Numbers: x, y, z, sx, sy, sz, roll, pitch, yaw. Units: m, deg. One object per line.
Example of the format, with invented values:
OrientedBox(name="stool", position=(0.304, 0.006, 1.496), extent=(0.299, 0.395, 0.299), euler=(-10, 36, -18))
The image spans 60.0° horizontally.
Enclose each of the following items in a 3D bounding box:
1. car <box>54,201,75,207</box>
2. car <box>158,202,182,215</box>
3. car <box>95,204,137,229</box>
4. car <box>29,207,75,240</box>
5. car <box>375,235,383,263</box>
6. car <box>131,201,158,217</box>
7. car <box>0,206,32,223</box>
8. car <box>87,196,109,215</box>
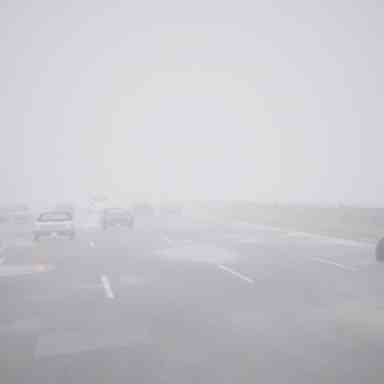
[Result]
OrientedBox(name="car", position=(-13.133, 1.686, 34.306), extent=(1.882, 1.535, 5.008), euler=(0, 0, -20))
OrientedBox(name="car", position=(-2.564, 1.719, 35.921), extent=(1.994, 1.385, 4.181), euler=(0, 0, -20))
OrientedBox(name="car", position=(-5.216, 1.718, 22.454), extent=(1.895, 1.301, 4.718), euler=(0, 0, -20))
OrientedBox(name="car", position=(-7.290, 1.712, 17.835), extent=(1.895, 1.301, 4.718), euler=(0, 0, -20))
OrientedBox(name="car", position=(7.150, 1.346, 8.524), extent=(2.097, 1.767, 4.553), euler=(0, 0, -20))
OrientedBox(name="car", position=(-5.040, 1.633, 32.428), extent=(1.882, 1.535, 5.008), euler=(0, 0, -20))
OrientedBox(name="car", position=(-14.501, 1.791, 27.691), extent=(1.895, 1.301, 4.718), euler=(0, 0, -20))
OrientedBox(name="car", position=(-10.672, 1.430, 37.836), extent=(2.150, 2.045, 5.566), euler=(0, 0, -20))
